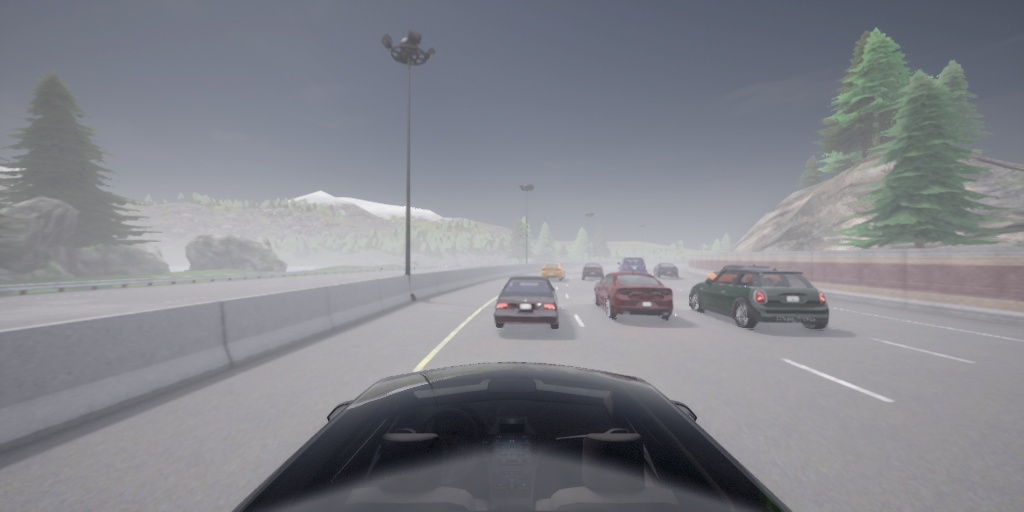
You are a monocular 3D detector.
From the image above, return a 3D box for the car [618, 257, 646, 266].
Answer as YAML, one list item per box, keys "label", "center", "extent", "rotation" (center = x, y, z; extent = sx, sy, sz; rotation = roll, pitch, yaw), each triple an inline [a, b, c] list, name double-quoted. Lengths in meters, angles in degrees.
- label: "car"
  center: [11.008, 1.138, 32.983]
  extent: [2.150, 2.045, 5.566]
  rotation: [0, 0, 14]

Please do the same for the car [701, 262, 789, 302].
- label: "car"
  center: [11.889, 1.214, 18.731]
  extent: [2.097, 1.767, 4.553]
  rotation: [0, 0, 7]

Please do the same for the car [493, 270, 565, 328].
- label: "car"
  center: [0.538, 1.339, 11.604]
  extent: [2.033, 1.411, 5.357]
  rotation: [0, 0, 4]

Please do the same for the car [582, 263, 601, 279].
- label: "car"
  center: [7.689, 1.386, 34.038]
  extent: [1.882, 1.535, 5.008]
  rotation: [0, 0, 14]

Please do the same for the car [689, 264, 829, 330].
- label: "car"
  center: [7.611, 1.170, 11.634]
  extent: [2.097, 1.767, 4.553]
  rotation: [0, 0, 4]

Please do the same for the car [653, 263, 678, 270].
- label: "car"
  center: [15.533, 1.424, 36.380]
  extent: [1.882, 1.535, 5.008]
  rotation: [0, 0, 15]

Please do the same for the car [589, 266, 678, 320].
- label: "car"
  center: [4.208, 1.289, 13.106]
  extent: [1.882, 1.535, 5.008]
  rotation: [0, 0, 5]

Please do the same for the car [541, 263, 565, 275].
- label: "car"
  center: [3.802, 1.366, 32.838]
  extent: [1.882, 1.535, 5.008]
  rotation: [0, 0, 12]
